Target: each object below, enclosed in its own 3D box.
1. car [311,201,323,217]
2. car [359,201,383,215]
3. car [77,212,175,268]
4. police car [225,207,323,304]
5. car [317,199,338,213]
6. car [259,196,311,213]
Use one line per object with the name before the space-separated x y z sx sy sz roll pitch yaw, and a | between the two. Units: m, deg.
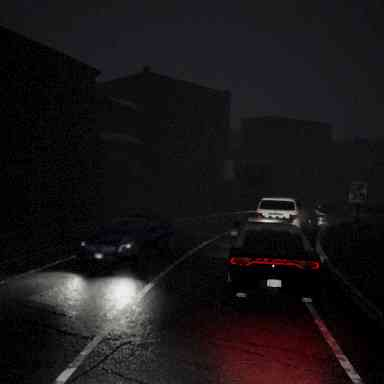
car | 7.277 1.576 22.494 1.837 1.490 4.892 3 1 30
car | 21.301 1.840 39.014 5.008 1.535 1.882 2 3 -33
car | -1.944 1.450 11.275 1.812 1.442 4.674 1 0 15
police car | 1.984 1.426 8.466 1.930 1.638 5.238 1 0 11
car | 15.192 1.582 38.497 4.674 1.442 1.812 1 3 -40
car | 4.780 1.253 17.416 2.150 2.045 5.566 2 0 23
